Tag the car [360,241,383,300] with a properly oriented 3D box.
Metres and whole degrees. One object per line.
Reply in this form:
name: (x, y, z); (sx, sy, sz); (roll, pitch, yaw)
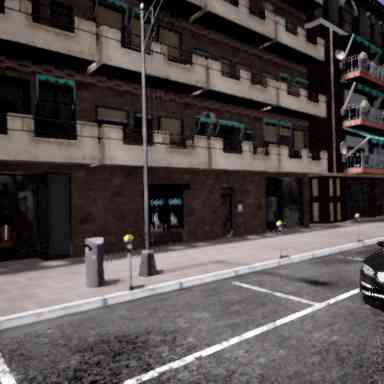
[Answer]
car: (5.641, 1.533, 7.606); (4.902, 1.511, 2.128); (0, -1, -39)
